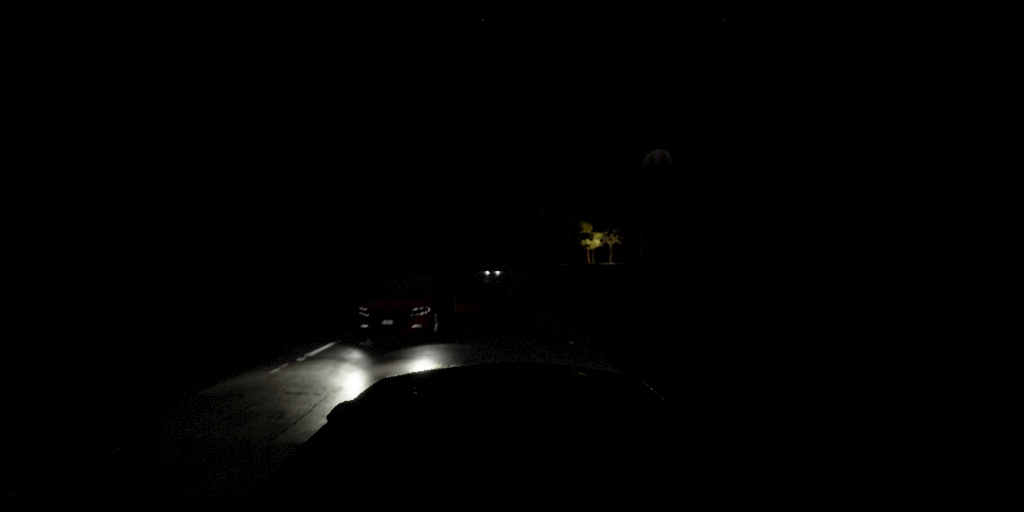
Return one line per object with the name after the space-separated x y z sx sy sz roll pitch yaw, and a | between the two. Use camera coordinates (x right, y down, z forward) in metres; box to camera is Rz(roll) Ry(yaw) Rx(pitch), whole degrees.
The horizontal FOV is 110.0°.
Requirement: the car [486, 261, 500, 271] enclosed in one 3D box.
-2.797 1.459 53.548 1.837 1.490 4.892 0 0 1 | car

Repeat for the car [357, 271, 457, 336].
-2.847 1.252 10.708 1.882 1.535 5.008 0 0 0 | car
